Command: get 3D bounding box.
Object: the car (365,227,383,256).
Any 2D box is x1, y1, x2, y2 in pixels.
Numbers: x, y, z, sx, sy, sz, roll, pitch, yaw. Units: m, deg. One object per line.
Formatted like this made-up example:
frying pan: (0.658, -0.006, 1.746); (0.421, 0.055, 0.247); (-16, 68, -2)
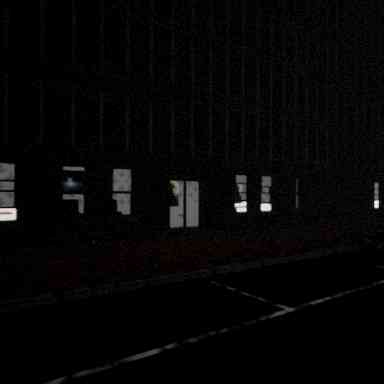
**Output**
car: (8.180, 1.674, 12.403); (4.403, 1.369, 2.008); (1, 0, -36)
